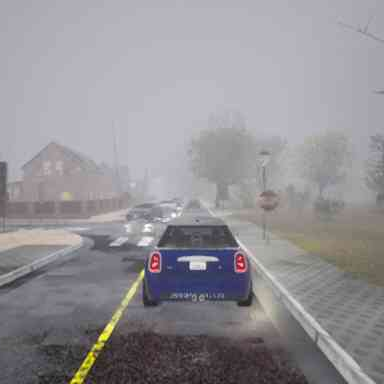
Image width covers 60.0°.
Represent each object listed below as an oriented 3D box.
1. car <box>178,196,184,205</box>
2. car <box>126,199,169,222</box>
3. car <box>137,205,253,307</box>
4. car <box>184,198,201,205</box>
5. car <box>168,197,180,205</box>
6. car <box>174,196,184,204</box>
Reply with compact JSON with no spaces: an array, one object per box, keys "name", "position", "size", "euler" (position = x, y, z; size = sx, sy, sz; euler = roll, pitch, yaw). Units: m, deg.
[{"name":"car","position":[-2.663,1.600,52.428],"size":[1.837,1.490,4.892],"euler":[0,0,1]},{"name":"car","position":[-3.643,1.559,26.949],"size":[1.812,1.442,4.674],"euler":[0,0,14]},{"name":"car","position":[0.115,1.357,8.158],"size":[2.097,1.767,4.553],"euler":[0,0,0]},{"name":"car","position":[0.245,1.628,47.516],"size":[2.033,1.411,5.357],"euler":[0,0,0]},{"name":"car","position":[-2.737,1.581,38.309],"size":[1.812,1.442,4.674],"euler":[0,0,0]},{"name":"car","position":[-2.540,1.668,68.225],"size":[1.837,1.490,4.892],"euler":[0,-1,0]}]
